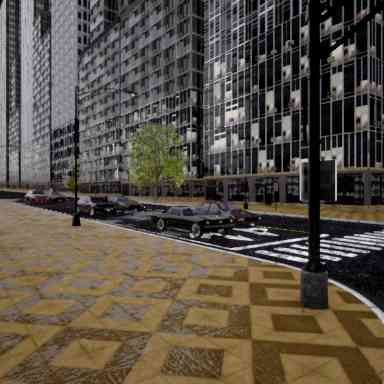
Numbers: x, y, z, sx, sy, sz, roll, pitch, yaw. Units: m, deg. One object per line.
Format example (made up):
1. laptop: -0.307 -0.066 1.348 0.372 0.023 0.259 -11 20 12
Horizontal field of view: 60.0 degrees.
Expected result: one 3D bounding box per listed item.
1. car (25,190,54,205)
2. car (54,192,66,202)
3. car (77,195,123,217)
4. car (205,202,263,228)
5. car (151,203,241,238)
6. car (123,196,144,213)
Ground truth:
1. car: -18.913 0.561 40.707 2.097 1.767 4.553 0 1 -37
2. car: -19.245 0.665 46.483 2.033 1.411 5.357 0 1 -38
3. car: -7.540 1.053 26.102 1.837 1.490 4.892 0 1 -38
4. car: 1.659 1.289 19.706 2.033 1.411 5.357 0 1 -36
5. car: -0.065 1.372 16.587 1.895 1.301 4.718 0 1 -38
6. car: -6.323 1.052 29.811 2.033 1.411 5.357 0 1 -38
